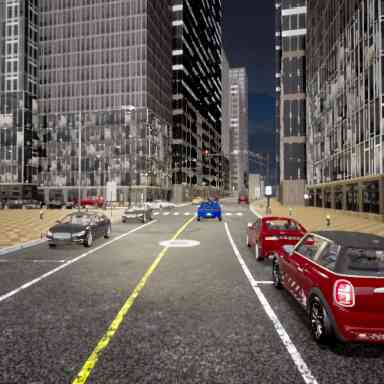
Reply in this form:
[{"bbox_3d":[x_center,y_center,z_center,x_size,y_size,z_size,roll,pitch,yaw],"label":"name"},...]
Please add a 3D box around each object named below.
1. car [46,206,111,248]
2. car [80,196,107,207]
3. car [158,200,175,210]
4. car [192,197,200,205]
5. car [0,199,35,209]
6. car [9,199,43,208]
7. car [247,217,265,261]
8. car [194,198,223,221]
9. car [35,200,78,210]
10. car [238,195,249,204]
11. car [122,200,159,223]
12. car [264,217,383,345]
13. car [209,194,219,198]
[{"bbox_3d":[-4.881,1.561,14.887,2.008,1.369,4.403,1,0,3],"label":"car"},{"bbox_3d":[-15.149,1.534,49.612,5.009,1.841,2.192,0,-1,13],"label":"car"},{"bbox_3d":[-4.612,1.692,43.652,4.718,1.301,1.895,-1,-1,32],"label":"car"},{"bbox_3d":[1.159,1.640,62.540,1.752,1.417,4.829,1,0,12],"label":"car"},{"bbox_3d":[-22.401,1.653,43.229,4.403,1.369,2.008,0,-1,13],"label":"car"},{"bbox_3d":[-26.036,1.833,52.189,4.403,1.369,2.008,0,-1,13],"label":"car"},{"bbox_3d":[3.006,1.547,11.979,1.887,1.381,4.507,1,0,3],"label":"car"},{"bbox_3d":[1.478,1.494,27.147,1.882,1.535,5.008,0,0,5],"label":"car"},{"bbox_3d":[-16.960,1.637,41.939,4.313,1.339,1.947,0,-1,13],"label":"car"},{"bbox_3d":[10.076,1.410,65.095,2.192,1.841,5.009,1,0,13],"label":"car"},{"bbox_3d":[-4.130,1.573,25.678,2.008,1.369,4.403,1,0,5],"label":"car"},{"bbox_3d":[2.814,1.441,6.340,1.967,1.590,4.097,1,0,2],"label":"car"},{"bbox_3d":[5.153,1.490,78.779,2.192,1.841,5.009,1,0,14],"label":"car"}]
